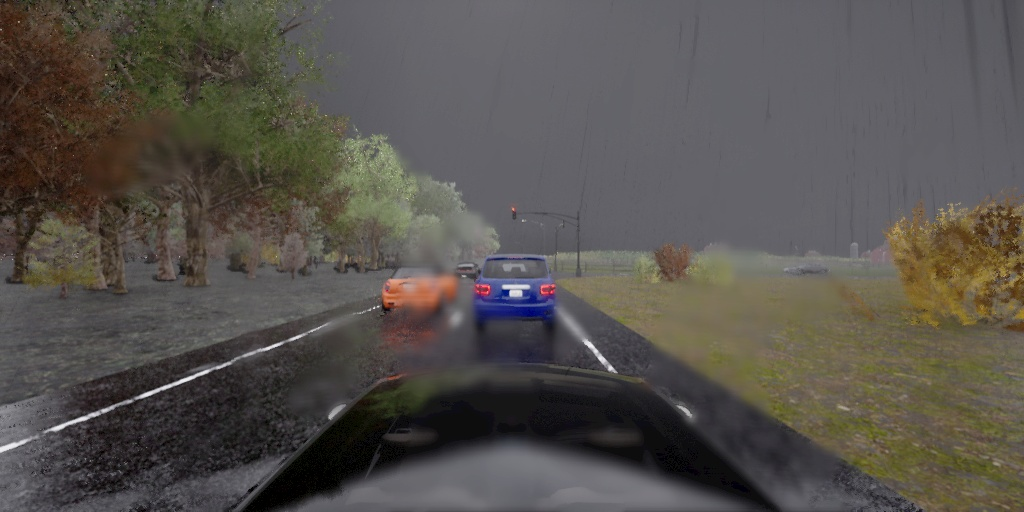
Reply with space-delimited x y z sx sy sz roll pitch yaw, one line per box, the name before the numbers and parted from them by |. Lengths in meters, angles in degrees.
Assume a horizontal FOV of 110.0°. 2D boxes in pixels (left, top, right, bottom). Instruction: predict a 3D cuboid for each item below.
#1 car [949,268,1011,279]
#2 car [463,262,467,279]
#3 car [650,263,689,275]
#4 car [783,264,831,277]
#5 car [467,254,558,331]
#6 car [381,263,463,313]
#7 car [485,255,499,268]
car | 50.971 1.827 39.316 5.357 1.411 2.033 1 -1 1
car | -3.435 1.243 28.696 1.837 1.490 4.892 0 0 0
car | 18.408 1.529 43.050 5.357 1.411 2.033 1 -1 0
car | 35.337 1.658 42.989 4.902 1.511 2.128 1 -1 0
car | 0.088 0.968 11.080 2.150 2.045 5.566 0 0 0
car | -3.415 1.096 14.151 2.097 1.767 4.553 0 0 0
car | -3.485 0.936 64.109 2.150 2.045 5.566 0 0 0
